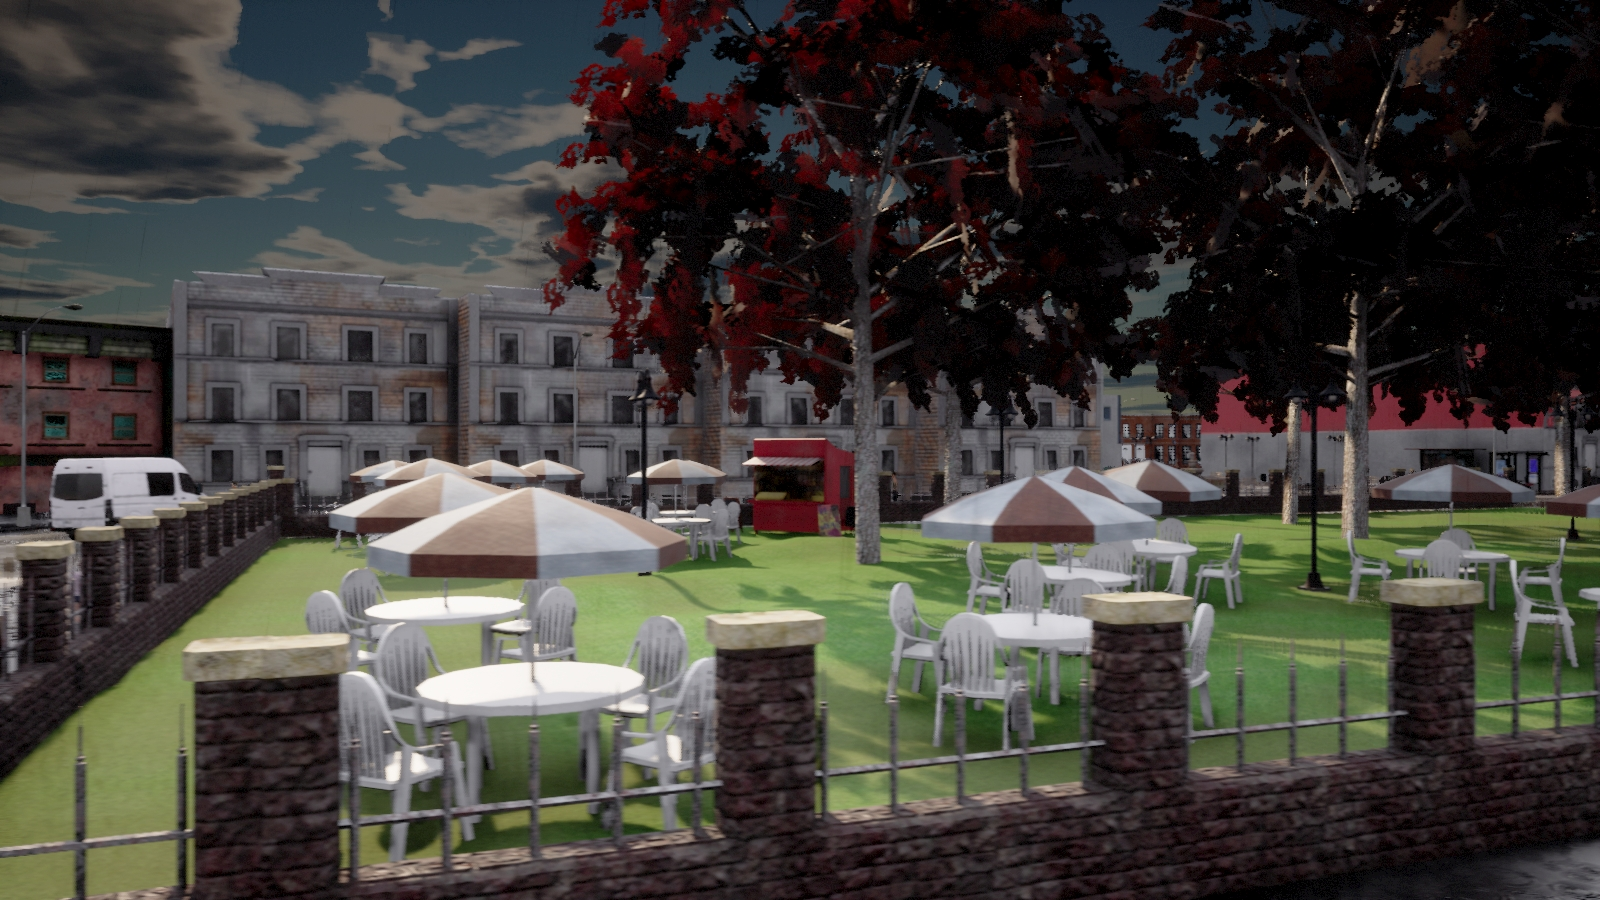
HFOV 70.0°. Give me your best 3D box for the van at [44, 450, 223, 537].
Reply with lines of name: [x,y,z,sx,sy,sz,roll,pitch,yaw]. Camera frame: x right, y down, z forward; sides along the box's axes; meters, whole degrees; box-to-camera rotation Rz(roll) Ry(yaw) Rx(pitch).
van: [-21.363,1.316,37.026,1.988,2.561,5.915,-1,0,4]

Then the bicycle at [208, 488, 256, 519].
bicycle: [-21.583,2.038,43.429,1.487,1.080,0.859,0,2,-37]

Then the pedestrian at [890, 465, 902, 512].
pedestrian: [3.818,1.523,45.375,0.375,1.860,0.375,0,0,-8]
